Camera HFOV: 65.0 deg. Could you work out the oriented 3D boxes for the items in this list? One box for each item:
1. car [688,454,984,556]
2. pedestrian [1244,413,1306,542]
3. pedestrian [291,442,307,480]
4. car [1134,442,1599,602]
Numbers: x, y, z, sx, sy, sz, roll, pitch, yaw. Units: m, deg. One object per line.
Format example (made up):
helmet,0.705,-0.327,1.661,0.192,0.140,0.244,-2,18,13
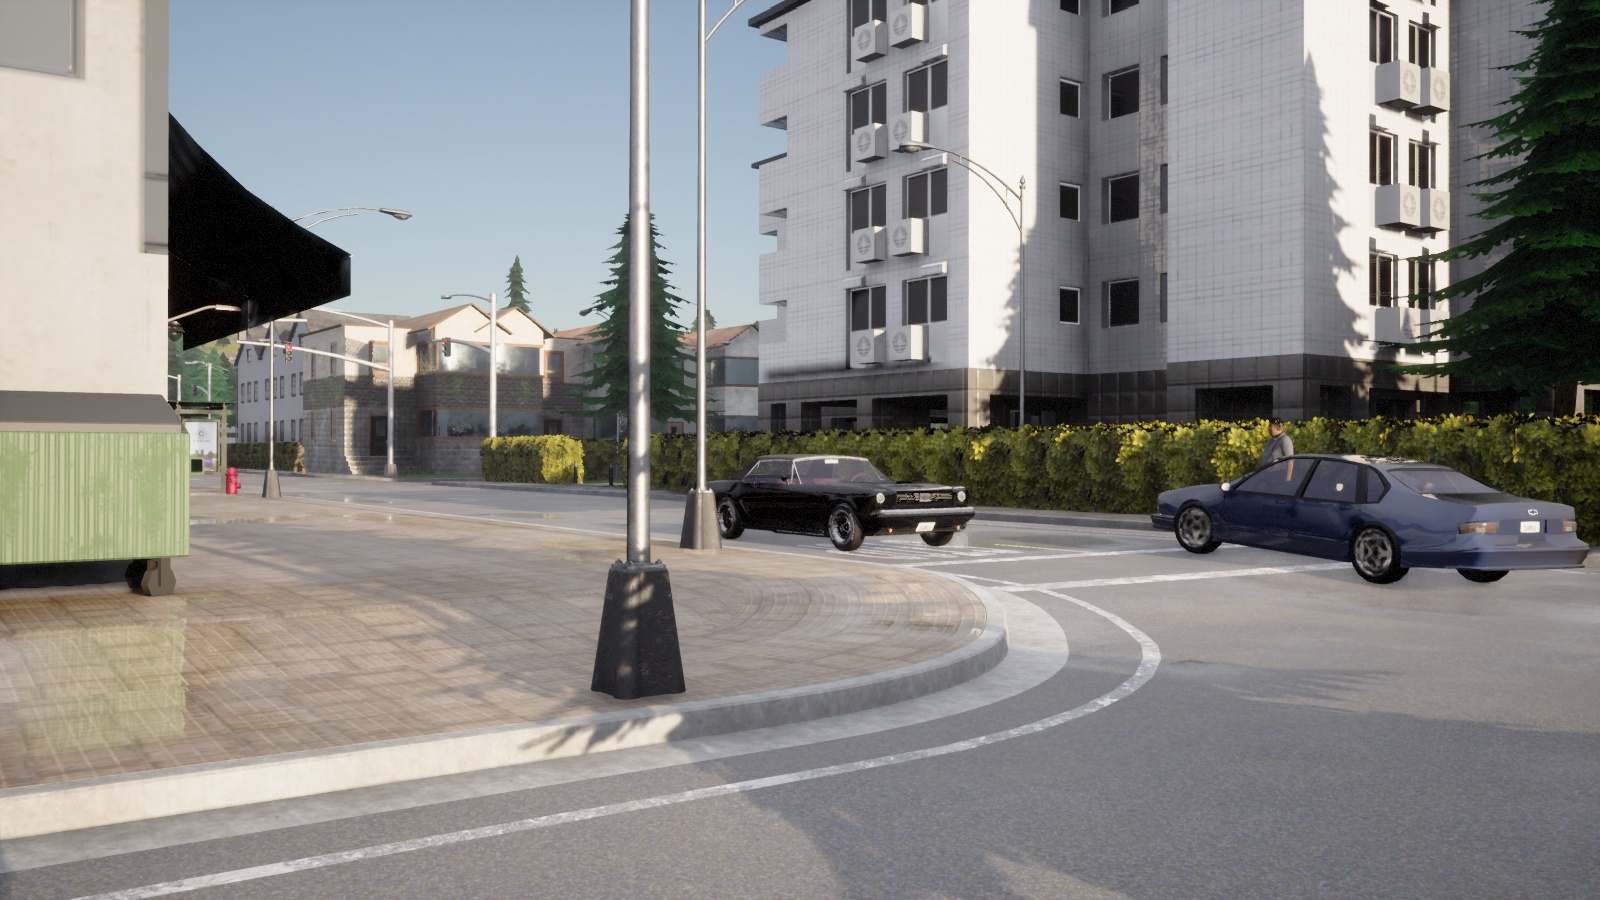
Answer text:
car,0.369,0.714,18.579,1.895,1.301,4.718,0,0,-36
pedestrian,6.912,0.396,18.285,0.694,1.848,0.540,0,0,0
pedestrian,-25.700,0.542,64.433,0.396,1.930,0.692,0,0,35
car,6.627,0.712,15.403,2.033,1.411,5.357,1,2,-22
